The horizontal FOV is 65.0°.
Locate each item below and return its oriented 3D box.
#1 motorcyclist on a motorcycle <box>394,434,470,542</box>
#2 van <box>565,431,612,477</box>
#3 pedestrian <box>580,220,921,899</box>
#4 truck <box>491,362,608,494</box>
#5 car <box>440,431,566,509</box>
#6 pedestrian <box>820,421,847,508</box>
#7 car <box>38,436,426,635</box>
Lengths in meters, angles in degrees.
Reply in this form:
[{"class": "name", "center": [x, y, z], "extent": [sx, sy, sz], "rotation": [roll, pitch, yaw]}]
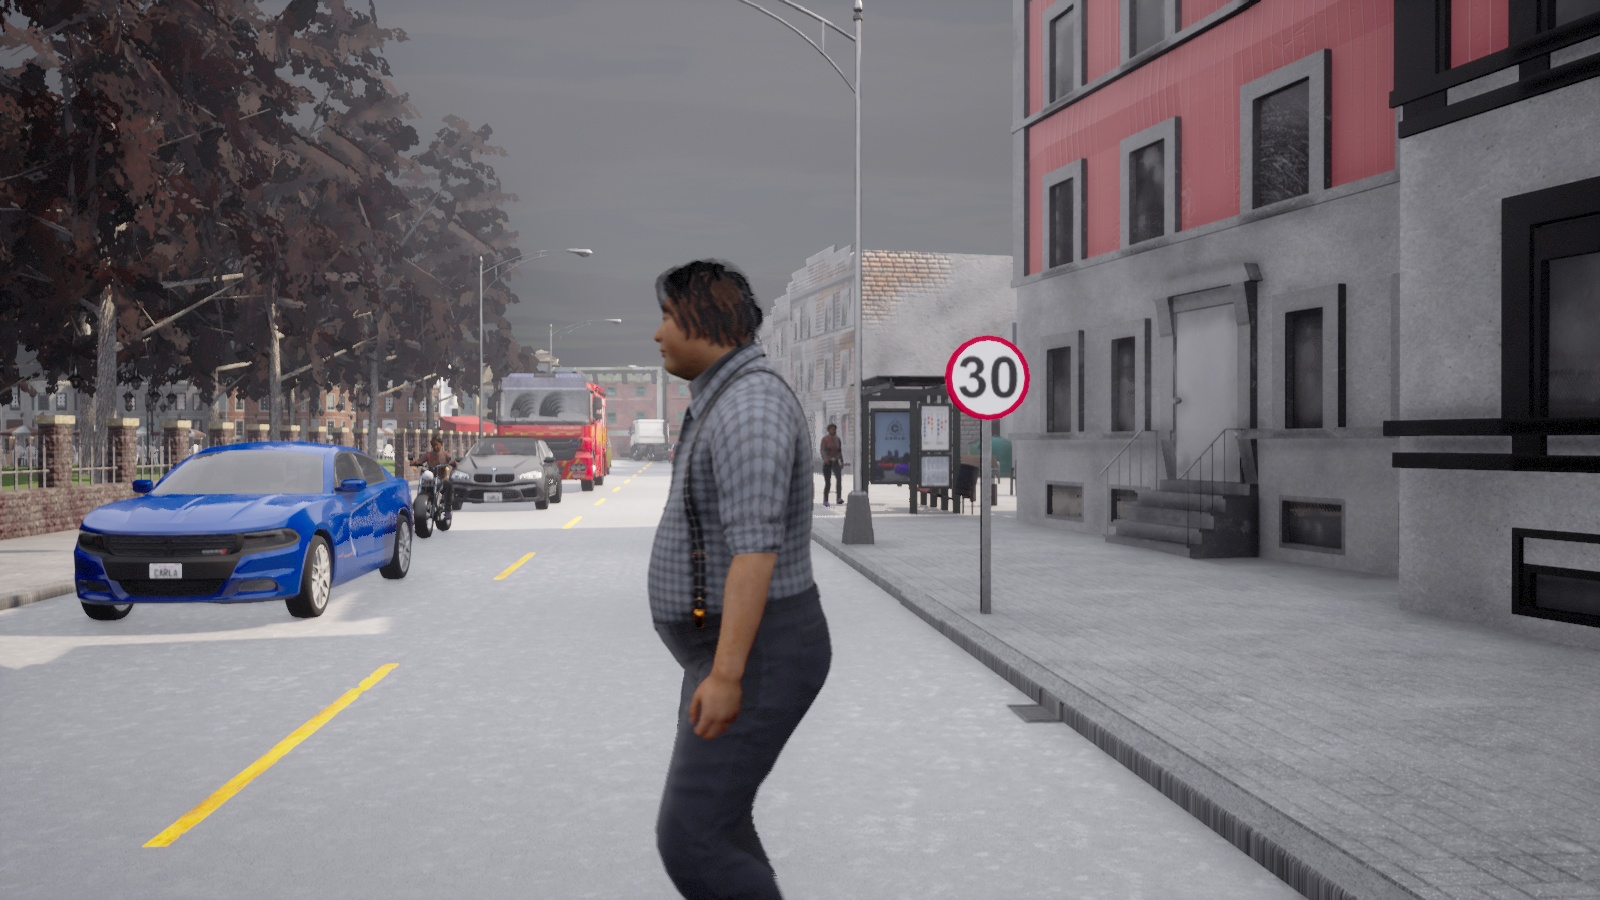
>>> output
[{"class": "motorcyclist on a motorcycle", "center": [-5.954, 0.571, 20.438], "extent": [0.766, 1.649, 2.350], "rotation": [0, 1, -6]}, {"class": "van", "center": [-9.449, 0.157, 56.434], "extent": [1.775, 1.987, 4.442], "rotation": [0, 0, -6]}, {"class": "pedestrian", "center": [-0.124, 0.462, 2.829], "extent": [0.694, 1.848, 0.540], "rotation": [0, 0, -6]}, {"class": "truck", "center": [-7.919, -0.666, 40.726], "extent": [2.891, 3.827, 8.468], "rotation": [0, 0, -6]}, {"class": "car", "center": [-6.807, 0.412, 29.268], "extent": [2.242, 1.667, 4.611], "rotation": [0, 0, -5]}, {"class": "pedestrian", "center": [0.714, 0.298, 26.723], "extent": [0.328, 1.805, 0.869], "rotation": [0, 0, -15]}, {"class": "car", "center": [-5.147, 0.647, 12.257], "extent": [1.882, 1.535, 5.008], "rotation": [0, 0, -5]}]
